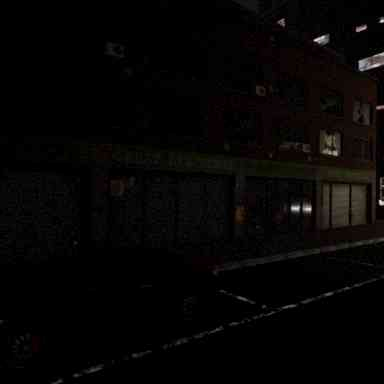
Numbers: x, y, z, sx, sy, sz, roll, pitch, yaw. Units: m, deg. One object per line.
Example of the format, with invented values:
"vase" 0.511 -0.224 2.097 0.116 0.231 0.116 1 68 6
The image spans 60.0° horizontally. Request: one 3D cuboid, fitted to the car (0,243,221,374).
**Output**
"car" -1.390 1.583 5.576 4.206 1.307 1.802 0 1 -36
